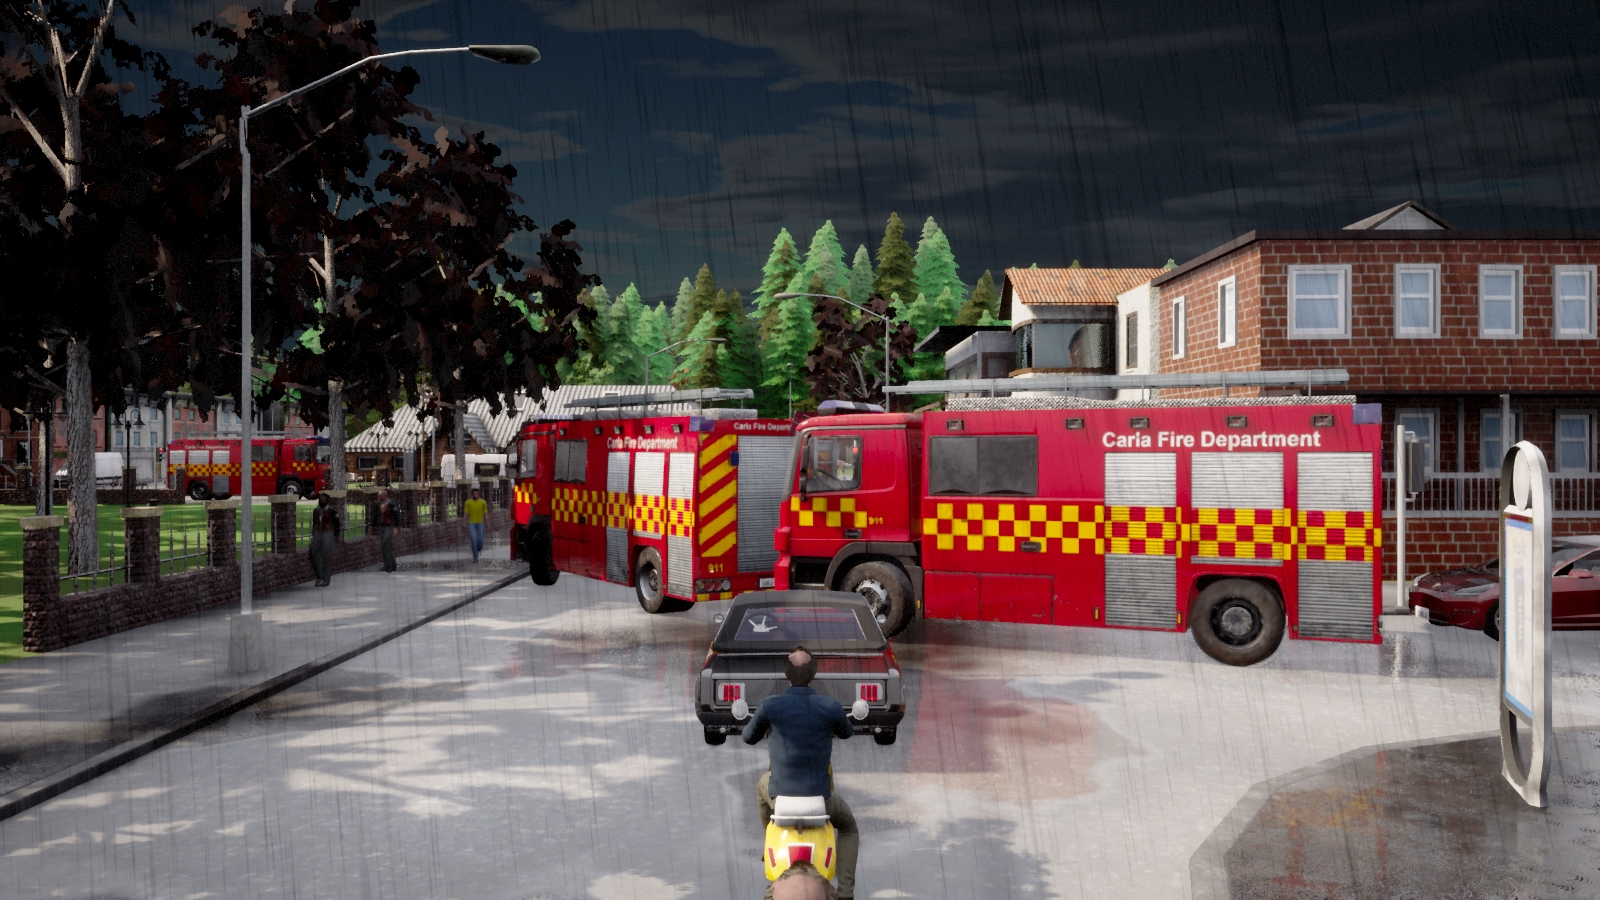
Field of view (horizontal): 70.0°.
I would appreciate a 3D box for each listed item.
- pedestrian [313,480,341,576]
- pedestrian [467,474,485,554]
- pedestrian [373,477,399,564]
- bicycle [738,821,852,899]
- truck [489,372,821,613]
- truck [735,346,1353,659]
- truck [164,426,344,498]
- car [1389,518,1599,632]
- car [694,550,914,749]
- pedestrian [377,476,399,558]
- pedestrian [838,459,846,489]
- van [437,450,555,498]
[{"bbox_3d":[-9.270,1.515,22.416,0.375,1.860,0.375,0,0,6],"label":"pedestrian"},{"bbox_3d":[-7.704,1.514,27.166,0.375,1.860,0.375,0,0,-23],"label":"pedestrian"},{"bbox_3d":[-8.929,1.514,24.665,0.375,1.860,0.375,0,0,26],"label":"pedestrian"},{"bbox_3d":[-0.015,1.938,3.086,0.329,1.271,1.835,0,0,0],"label":"bicycle"},{"bbox_3d":[-3.233,0.662,22.435,2.891,3.827,8.468,0,0,-34],"label":"truck"},{"bbox_3d":[3.466,0.662,17.002,8.468,3.827,2.891,0,0,24],"label":"truck"},{"bbox_3d":[-29.853,0.645,62.699,8.468,3.827,2.891,0,0,1],"label":"truck"},{"bbox_3d":[11.869,1.835,17.293,4.792,1.488,2.163,0,0,0],"label":"car"},{"bbox_3d":[0.033,1.930,12.217,1.895,1.301,4.718,0,0,0],"label":"car"},{"bbox_3d":[-9.354,1.514,25.940,0.375,1.860,0.375,0,0,1],"label":"pedestrian"},{"bbox_3d":[2.639,1.494,71.855,0.375,1.860,0.375,0,0,15],"label":"pedestrian"},{"bbox_3d":[-16.613,1.289,62.612,5.915,2.561,1.988,0,0,0],"label":"van"}]
